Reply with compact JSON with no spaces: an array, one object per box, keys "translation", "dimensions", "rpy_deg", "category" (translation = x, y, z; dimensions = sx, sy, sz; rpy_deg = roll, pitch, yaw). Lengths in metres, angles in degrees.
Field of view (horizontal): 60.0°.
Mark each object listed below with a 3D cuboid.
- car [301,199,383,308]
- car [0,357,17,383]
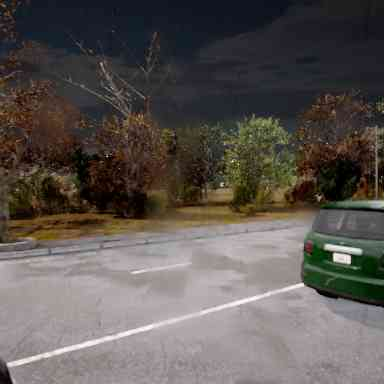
[{"translation":[4.672,1.162,7.066],"dimensions":[5.566,2.045,2.150],"rpy_deg":[-1,0,-35],"category":"car"},{"translation":[-3.406,1.477,1.320],"dimensions":[4.902,1.511,2.128],"rpy_deg":[1,0,-35],"category":"car"}]
